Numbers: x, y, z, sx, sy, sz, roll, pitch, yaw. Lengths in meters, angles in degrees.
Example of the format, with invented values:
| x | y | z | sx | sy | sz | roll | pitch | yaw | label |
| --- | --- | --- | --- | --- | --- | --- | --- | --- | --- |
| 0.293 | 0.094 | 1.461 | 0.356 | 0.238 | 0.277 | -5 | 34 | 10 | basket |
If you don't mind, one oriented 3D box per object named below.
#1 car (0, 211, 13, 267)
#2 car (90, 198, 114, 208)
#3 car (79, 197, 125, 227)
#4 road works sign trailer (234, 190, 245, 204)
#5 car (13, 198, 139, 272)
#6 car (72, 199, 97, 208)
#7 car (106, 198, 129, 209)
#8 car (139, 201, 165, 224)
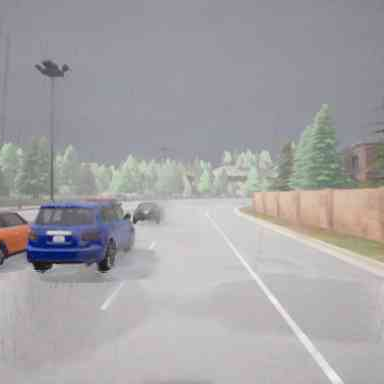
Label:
| x | y | z | sx | sy | sz | roll | pitch | yaw | label |
| --- | --- | --- | --- | --- | --- | --- | --- | --- | --- |
| -6.940 | 1.457 | 11.830 | 2.097 | 1.767 | 4.553 | 0 | -1 | 0 | car |
| -15.437 | 1.860 | 57.398 | 2.097 | 1.767 | 4.553 | 0 | -1 | 11 | car |
| -6.947 | 1.458 | 26.414 | 2.150 | 2.045 | 5.566 | 0 | 0 | 0 | car |
| 12.011 | 1.189 | 81.703 | 2.380 | 3.560 | 2.880 | 0 | -1 | 34 | road works sign trailer |
| -3.442 | 1.325 | 11.330 | 2.150 | 2.045 | 5.566 | 0 | 0 | 0 | car |
| -18.830 | 2.009 | 58.392 | 2.128 | 1.511 | 4.902 | 0 | -1 | 11 | car |
| -12.301 | 1.841 | 55.190 | 2.097 | 1.767 | 4.553 | 0 | -1 | 11 | car |
| -3.445 | 1.592 | 27.176 | 2.097 | 1.767 | 4.553 | 0 | -1 | 0 | car |
